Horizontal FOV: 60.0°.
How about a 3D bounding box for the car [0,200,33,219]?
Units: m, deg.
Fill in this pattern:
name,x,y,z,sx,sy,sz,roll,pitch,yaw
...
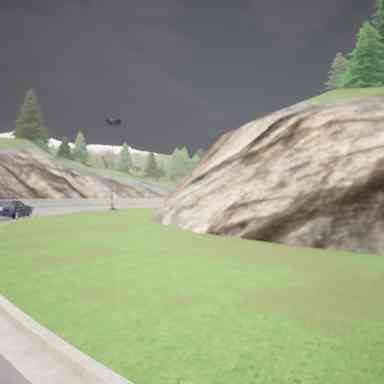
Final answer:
name,x,y,z,sx,sy,sz,roll,pitch,yaw
car,-16.341,1.505,30.387,2.097,1.767,4.553,0,0,-5
